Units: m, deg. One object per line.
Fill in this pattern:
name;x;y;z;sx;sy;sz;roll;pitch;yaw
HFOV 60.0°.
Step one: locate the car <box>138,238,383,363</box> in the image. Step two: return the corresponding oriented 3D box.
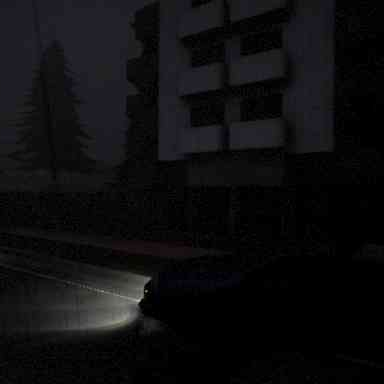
car;1.864;1.468;5.035;5.357;1.411;2.033;0;4;24
